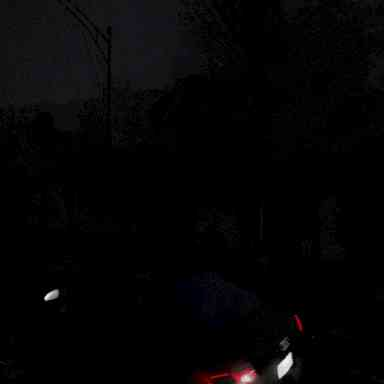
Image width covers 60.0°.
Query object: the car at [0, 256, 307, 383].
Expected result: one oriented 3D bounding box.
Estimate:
[{"bbox_3d":[-0.774,1.552,4.238,4.181,1.385,1.994,0,0,36],"label":"car"}]
